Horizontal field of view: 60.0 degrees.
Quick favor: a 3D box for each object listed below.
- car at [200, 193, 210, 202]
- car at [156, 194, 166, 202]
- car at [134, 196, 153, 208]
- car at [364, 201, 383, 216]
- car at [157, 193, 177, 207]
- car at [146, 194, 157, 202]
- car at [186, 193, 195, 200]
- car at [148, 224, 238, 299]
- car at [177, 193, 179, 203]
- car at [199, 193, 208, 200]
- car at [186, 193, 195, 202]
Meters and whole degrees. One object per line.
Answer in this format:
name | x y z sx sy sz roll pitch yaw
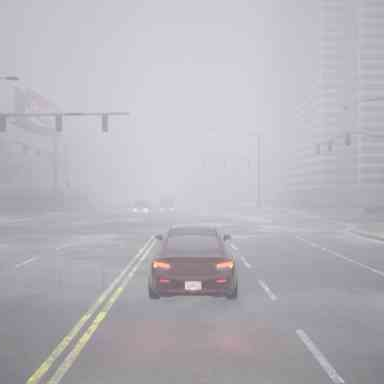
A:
car | 3.146 1.499 78.116 2.128 1.511 4.902 0 0 0
car | -7.362 1.331 79.707 2.097 1.767 4.553 0 0 0
car | -7.309 1.590 49.010 1.895 1.301 4.718 0 0 0
car | 19.066 1.471 31.612 5.008 1.535 1.882 0 0 -1
car | -3.860 1.204 51.271 2.150 2.045 5.566 0 1 -4
car | -7.327 1.512 64.872 1.812 1.442 4.674 0 0 0
car | -0.402 1.165 88.388 2.097 1.767 4.553 0 0 0
car | 0.028 1.524 8.307 1.812 1.442 4.674 0 0 0
car | -3.812 1.207 68.296 2.150 2.045 5.566 0 0 0
car | 3.098 1.165 88.404 2.097 1.767 4.553 0 0 0
car | -0.356 1.567 78.483 1.895 1.301 4.718 0 0 0
